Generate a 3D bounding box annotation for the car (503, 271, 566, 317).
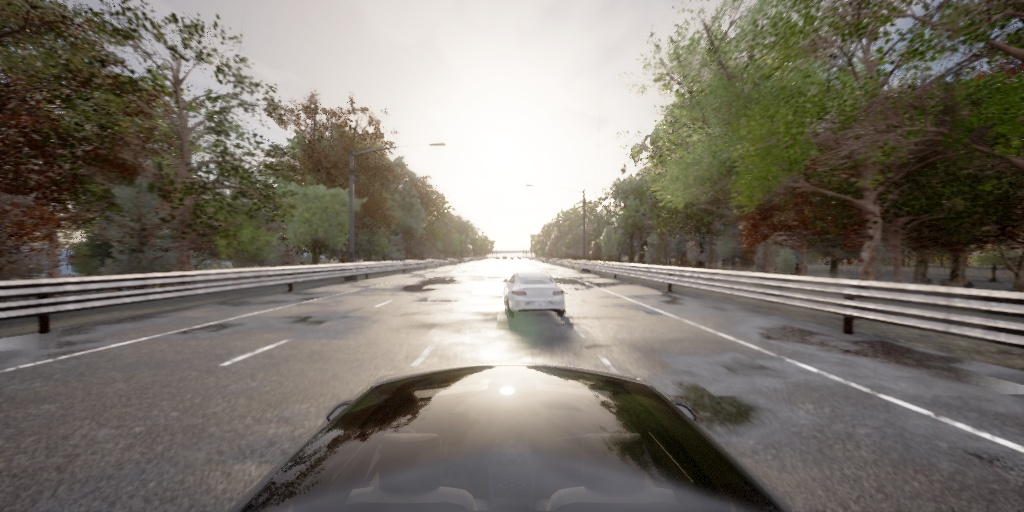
[{"bbox_3d":[0.694,1.254,12.844,1.812,1.442,4.674,0,0,-3],"label":"car"}]
